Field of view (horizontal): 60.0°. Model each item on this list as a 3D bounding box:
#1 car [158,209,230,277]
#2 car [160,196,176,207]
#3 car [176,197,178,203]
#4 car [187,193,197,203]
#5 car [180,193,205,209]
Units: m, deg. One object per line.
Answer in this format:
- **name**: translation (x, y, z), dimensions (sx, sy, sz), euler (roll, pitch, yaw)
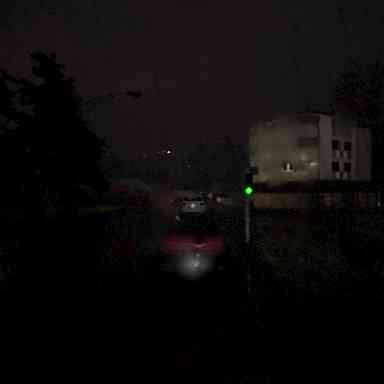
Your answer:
- **car**: translation (0.068, 1.508, 10.296), dimensions (2.128, 1.511, 4.902), euler (0, 0, 0)
- **car**: translation (-4.078, 1.561, 54.633), dimensions (1.882, 1.535, 5.008), euler (0, 0, 0)
- **car**: translation (-4.012, 1.648, 71.022), dimensions (2.033, 1.411, 5.357), euler (0, 0, 0)
- **car**: translation (-0.012, 1.335, 73.938), dimensions (2.150, 2.045, 5.566), euler (0, 0, 0)
- **car**: translation (0.088, 1.270, 31.771), dimensions (2.150, 2.045, 5.566), euler (0, 0, 0)
